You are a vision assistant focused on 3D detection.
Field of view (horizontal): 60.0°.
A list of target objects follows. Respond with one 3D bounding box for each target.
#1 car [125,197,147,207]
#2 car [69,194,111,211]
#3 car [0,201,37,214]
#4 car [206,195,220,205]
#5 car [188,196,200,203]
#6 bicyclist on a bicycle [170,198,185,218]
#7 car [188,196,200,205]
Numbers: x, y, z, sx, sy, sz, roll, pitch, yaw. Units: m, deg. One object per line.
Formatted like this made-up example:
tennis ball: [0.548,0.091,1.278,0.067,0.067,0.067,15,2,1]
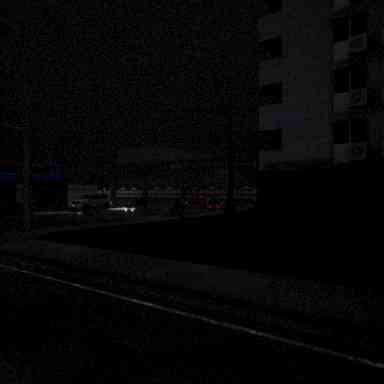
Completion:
car: [-8.387,1.491,50.014,2.128,1.511,4.902,0,0,15]
car: [-12.335,1.221,40.738,2.150,2.045,5.566,0,0,29]
car: [-17.921,1.601,32.486,1.895,1.301,4.718,0,0,35]
car: [3.882,1.526,58.485,1.812,1.442,4.674,0,0,4]
car: [0.354,1.564,67.487,1.994,1.385,4.181,0,0,-8]
bicyclist on a bicycle: [-1.204,1.300,27.316,1.656,1.620,0.582,0,0,36]
car: [0.410,1.564,59.076,1.994,1.385,4.181,0,0,4]
